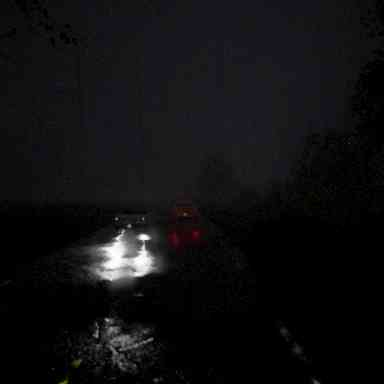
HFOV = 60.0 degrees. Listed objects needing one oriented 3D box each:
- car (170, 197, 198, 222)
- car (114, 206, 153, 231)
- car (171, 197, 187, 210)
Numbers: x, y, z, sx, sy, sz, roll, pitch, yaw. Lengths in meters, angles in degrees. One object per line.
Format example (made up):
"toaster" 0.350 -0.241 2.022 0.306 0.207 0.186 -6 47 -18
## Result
"car" -0.595 1.406 25.319 1.882 1.535 5.008 0 0 -3
"car" -3.469 1.547 20.243 1.895 1.301 4.718 0 0 -2
"car" -1.708 1.411 41.613 1.812 1.442 4.674 0 0 -5
